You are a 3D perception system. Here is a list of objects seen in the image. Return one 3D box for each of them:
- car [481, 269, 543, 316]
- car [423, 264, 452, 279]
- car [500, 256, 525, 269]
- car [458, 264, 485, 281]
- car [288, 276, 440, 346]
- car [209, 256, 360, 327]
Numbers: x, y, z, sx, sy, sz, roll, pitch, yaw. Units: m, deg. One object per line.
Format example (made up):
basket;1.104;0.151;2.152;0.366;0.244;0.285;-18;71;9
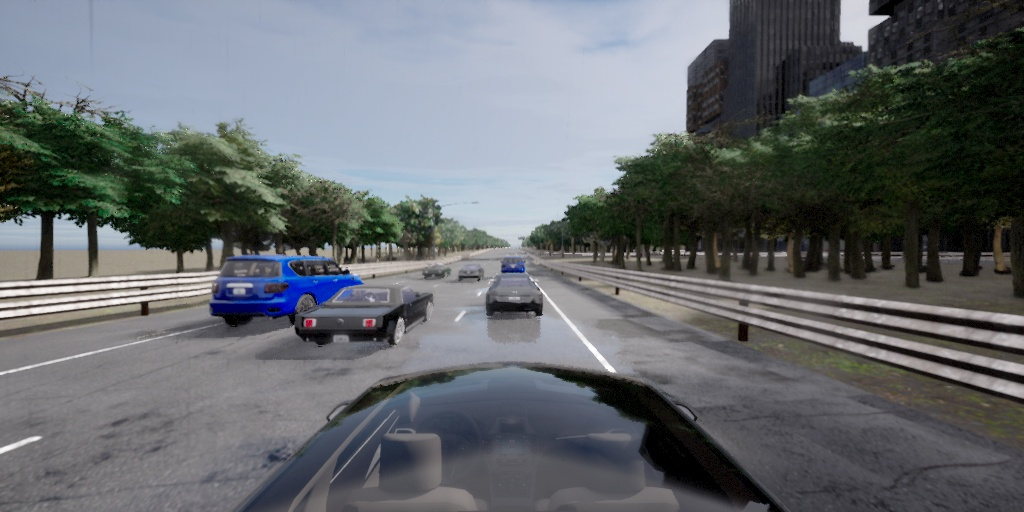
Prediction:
car;0.086;1.359;13.721;1.994;1.385;4.181;0;0;0
car;-6.910;1.431;33.716;1.895;1.301;4.718;0;0;0
car;0.091;1.051;34.190;2.150;2.045;5.566;0;0;0
car;-3.411;1.375;30.701;2.033;1.411;5.357;0;0;0
car;-3.425;1.382;9.442;1.895;1.301;4.718;0;0;0
car;-6.921;1.011;11.840;2.150;2.045;5.566;0;0;1
